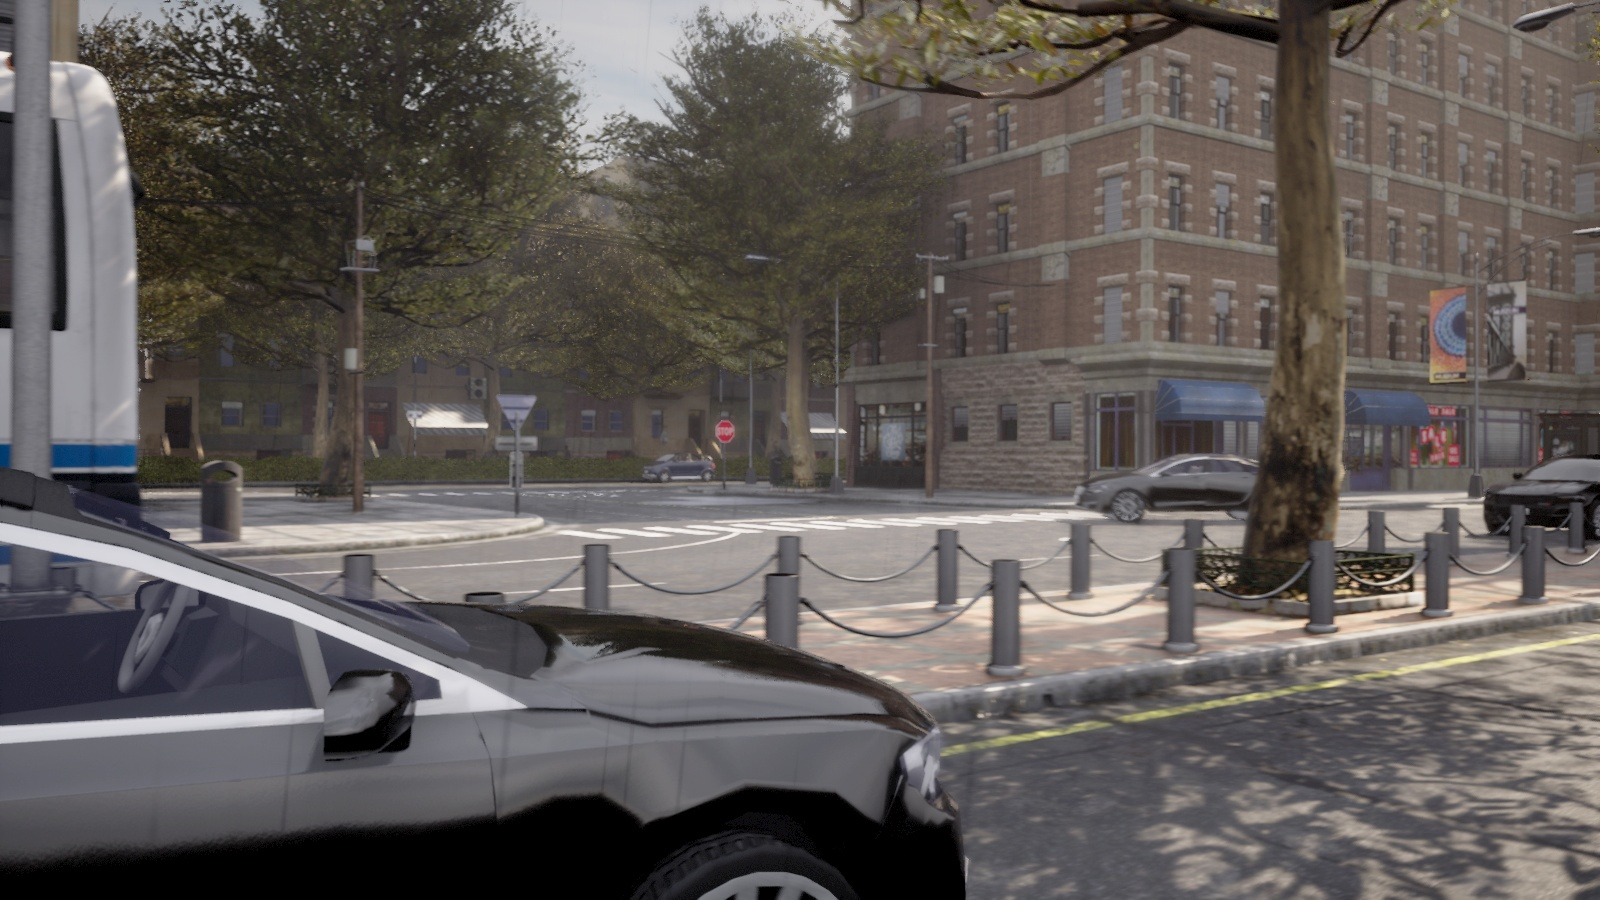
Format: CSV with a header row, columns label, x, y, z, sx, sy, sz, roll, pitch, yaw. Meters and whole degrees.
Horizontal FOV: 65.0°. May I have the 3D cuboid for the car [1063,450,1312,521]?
label,x,y,z,sx,sy,sz,roll,pitch,yaw
car,8.475,0.759,27.842,4.902,1.511,2.128,0,0,3

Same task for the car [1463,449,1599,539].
label,x,y,z,sx,sy,sz,roll,pitch,yaw
car,14.717,0.756,23.608,5.008,1.535,1.882,0,0,-35

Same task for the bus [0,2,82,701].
label,x,y,z,sx,sy,sz,roll,pitch,yaw
bus,-9.849,-0.592,6.568,10.273,4.253,3.944,0,0,-35

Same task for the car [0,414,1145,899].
label,x,y,z,sx,sy,sz,roll,pitch,yaw
car,-1.818,0.712,2.397,4.902,1.511,2.128,0,0,-35

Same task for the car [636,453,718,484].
label,x,y,z,sx,sy,sz,roll,pitch,yaw
car,-6.243,0.909,63.845,3.705,1.549,1.789,0,0,-35
